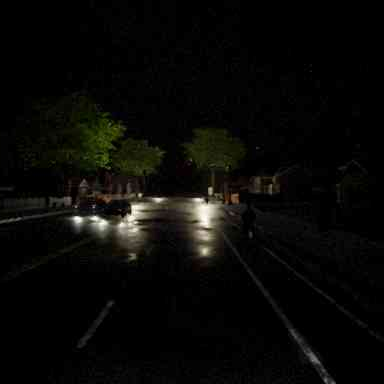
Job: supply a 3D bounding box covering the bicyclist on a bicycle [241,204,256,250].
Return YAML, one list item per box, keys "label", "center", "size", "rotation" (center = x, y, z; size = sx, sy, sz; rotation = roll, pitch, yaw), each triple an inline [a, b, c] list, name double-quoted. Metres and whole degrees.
- label: "bicyclist on a bicycle"
  center: [2.251, 1.350, 13.367]
  size: [0.659, 1.776, 1.843]
  rotation: [0, 0, 0]

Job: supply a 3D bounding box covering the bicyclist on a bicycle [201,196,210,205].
- label: "bicyclist on a bicycle"
  center: [2.255, 1.359, 50.363]
  size: [0.866, 1.612, 1.509]
  rotation: [0, 0, 0]

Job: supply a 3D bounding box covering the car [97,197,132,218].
- label: "car"
  center: [-6.590, 1.433, 29.494]
  size: [1.882, 1.535, 5.008]
  rotation: [0, 0, 0]

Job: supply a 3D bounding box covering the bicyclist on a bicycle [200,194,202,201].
- label: "bicyclist on a bicycle"
  center: [2.256, 1.316, 80.510]
  size: [0.582, 1.620, 1.656]
  rotation: [0, 0, 0]

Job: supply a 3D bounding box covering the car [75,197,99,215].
- label: "car"
  center: [-9.830, 1.302, 32.658]
  size: [2.097, 1.767, 4.553]
  rotation: [0, 0, 0]
